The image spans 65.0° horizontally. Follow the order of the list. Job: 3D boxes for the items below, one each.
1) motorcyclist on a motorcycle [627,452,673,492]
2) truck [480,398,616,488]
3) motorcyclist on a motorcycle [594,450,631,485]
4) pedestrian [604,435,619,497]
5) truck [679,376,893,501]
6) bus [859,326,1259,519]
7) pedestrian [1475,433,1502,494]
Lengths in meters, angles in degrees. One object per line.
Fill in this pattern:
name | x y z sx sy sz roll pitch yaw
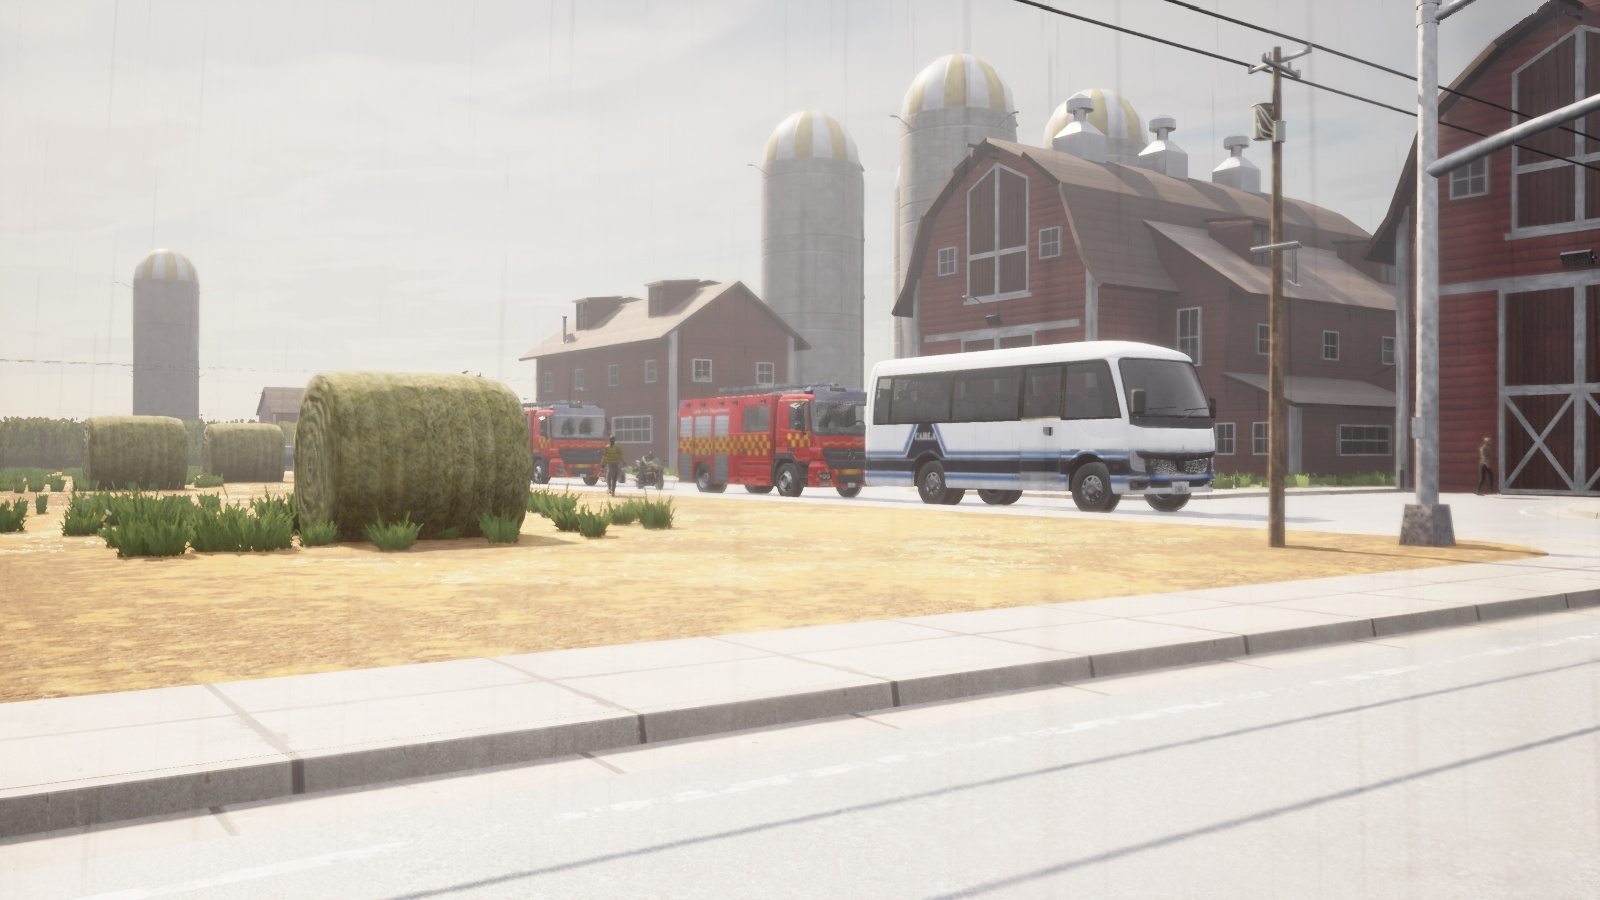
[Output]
motorcyclist on a motorcycle | -5.970 0.870 49.922 0.866 1.530 2.191 -1 0 -36
truck | -11.783 -0.280 57.959 2.891 3.827 8.468 0 0 -36
motorcyclist on a motorcycle | -8.973 0.834 60.046 0.766 1.649 2.350 0 0 -36
pedestrian | -5.562 0.469 37.129 0.370 1.835 0.726 0 0 -4
truck | -0.707 -0.342 42.652 2.891 3.827 8.468 0 0 -36
bus | 6.317 -0.595 32.948 3.944 4.253 10.273 0 0 -36
pedestrian | 21.136 0.410 38.551 0.331 1.846 0.634 0 0 -35
